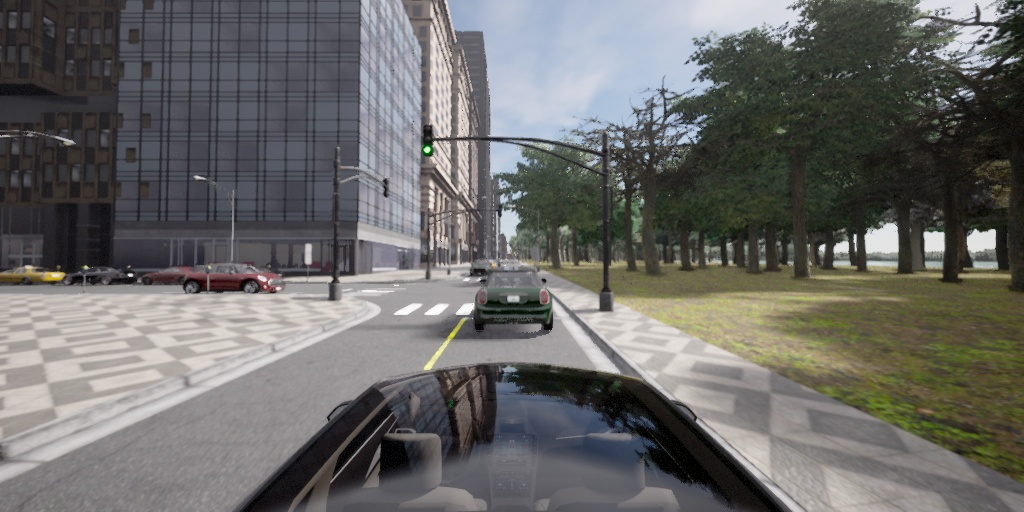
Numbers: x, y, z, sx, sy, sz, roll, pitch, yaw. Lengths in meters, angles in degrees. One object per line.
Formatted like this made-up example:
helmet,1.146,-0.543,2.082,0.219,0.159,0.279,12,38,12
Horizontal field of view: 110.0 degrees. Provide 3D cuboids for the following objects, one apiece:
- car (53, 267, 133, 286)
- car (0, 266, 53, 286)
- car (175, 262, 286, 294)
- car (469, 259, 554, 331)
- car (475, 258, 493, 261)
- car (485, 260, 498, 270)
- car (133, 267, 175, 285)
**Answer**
car,-29.994,1.435,26.212,4.313,1.339,1.948,0,0,0
car,-35.651,1.398,26.201,4.829,1.417,1.751,0,0,0
car,-13.551,1.089,17.721,4.097,1.591,1.967,0,0,-1
car,0.053,1.096,11.157,2.097,1.767,4.553,0,0,0
car,-3.125,1.116,36.763,2.097,1.767,4.553,0,0,0
car,-3.110,1.331,54.950,1.812,1.442,4.674,0,0,0
car,-24.507,1.448,26.223,4.207,1.307,1.802,0,0,0
